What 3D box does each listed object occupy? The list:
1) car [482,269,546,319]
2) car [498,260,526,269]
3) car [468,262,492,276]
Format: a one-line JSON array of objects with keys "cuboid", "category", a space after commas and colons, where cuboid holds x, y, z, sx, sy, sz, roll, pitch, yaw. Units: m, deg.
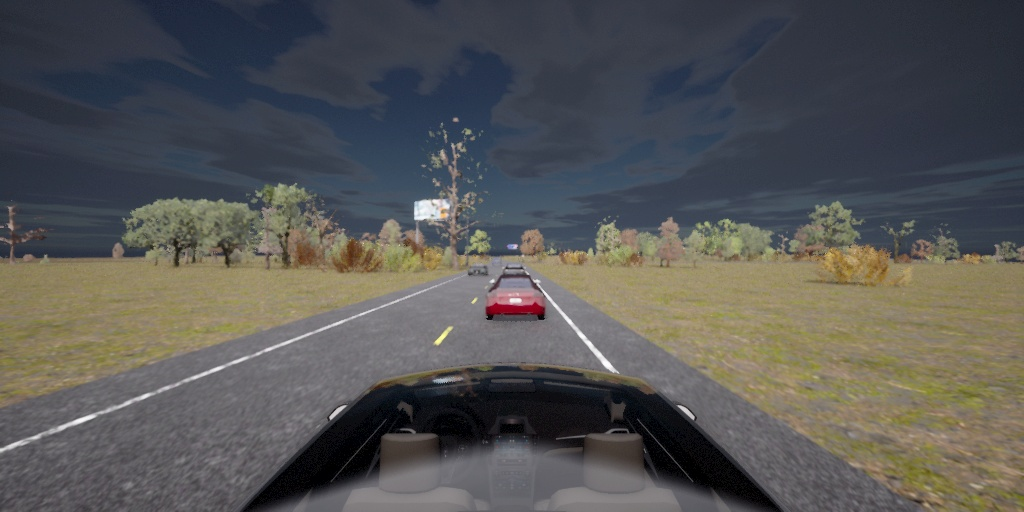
[{"cuboid": [0.119, 1.348, 13.049, 1.994, 1.385, 4.181, 0, 0, 0], "category": "car"}, {"cuboid": [0.172, 1.328, 30.185, 2.128, 1.511, 4.902, 0, 0, 0], "category": "car"}, {"cuboid": [-3.493, 1.424, 37.956, 1.994, 1.385, 4.181, 0, 0, 0], "category": "car"}]
